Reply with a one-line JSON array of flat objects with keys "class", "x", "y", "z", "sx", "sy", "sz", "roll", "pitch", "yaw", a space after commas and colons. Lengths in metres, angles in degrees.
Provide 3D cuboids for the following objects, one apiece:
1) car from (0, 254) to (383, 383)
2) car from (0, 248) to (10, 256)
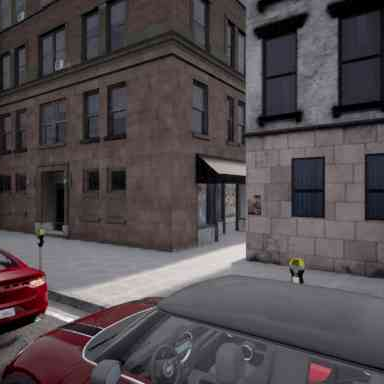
[{"class": "car", "x": 0.256, "y": 1.440, "z": 2.622, "sx": 4.097, "sy": 1.590, "sz": 1.967, "roll": 0, "pitch": 0, "yaw": 35}, {"class": "car", "x": -4.392, "y": 1.545, "z": 5.890, "sx": 4.507, "sy": 1.381, "sz": 1.887, "roll": 0, "pitch": 0, "yaw": 35}]
